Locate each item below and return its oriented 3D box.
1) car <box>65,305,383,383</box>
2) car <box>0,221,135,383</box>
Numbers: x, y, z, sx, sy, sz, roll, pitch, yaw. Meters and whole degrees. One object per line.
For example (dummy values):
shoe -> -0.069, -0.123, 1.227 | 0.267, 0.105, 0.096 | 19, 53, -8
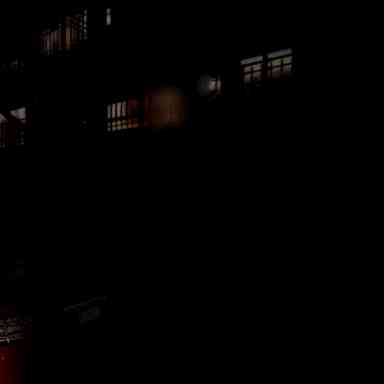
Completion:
car -> 1.624, 1.539, 1.511 | 4.507, 1.381, 1.887 | -1, 0, 35
car -> -2.992, 1.362, 4.797 | 5.009, 1.841, 2.192 | -1, 0, 35
